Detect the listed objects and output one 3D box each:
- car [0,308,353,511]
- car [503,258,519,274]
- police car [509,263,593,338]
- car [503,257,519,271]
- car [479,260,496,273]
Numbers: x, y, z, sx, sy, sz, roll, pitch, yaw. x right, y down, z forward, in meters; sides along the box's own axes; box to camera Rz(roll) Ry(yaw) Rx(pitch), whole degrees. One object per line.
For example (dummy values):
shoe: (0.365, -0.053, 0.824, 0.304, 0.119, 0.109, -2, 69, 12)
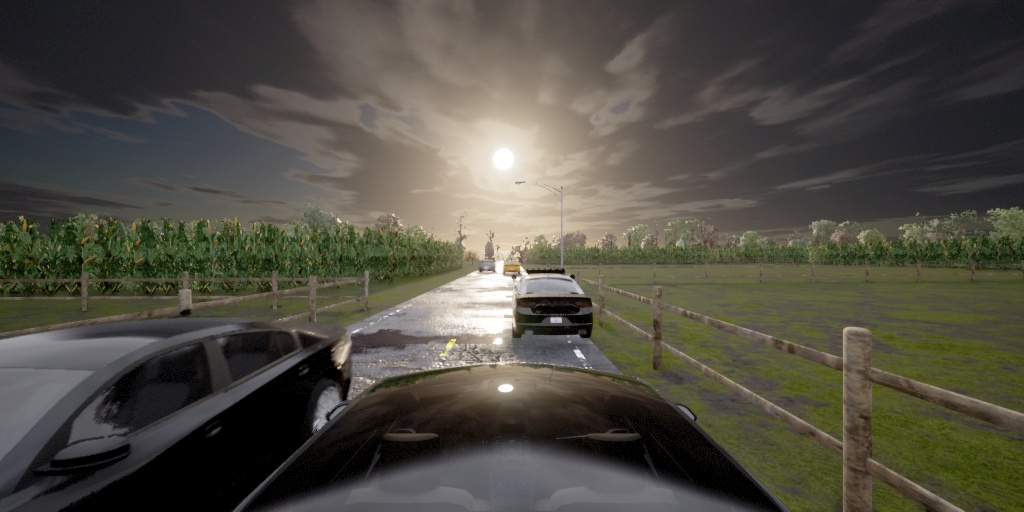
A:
car: (-2.847, 1.227, 2.293, 1.882, 1.535, 5.008, 0, 0, 0)
car: (-0.020, 1.211, 40.487, 1.882, 1.535, 5.008, 0, 0, 0)
police car: (0.943, 1.175, 10.292, 1.930, 1.638, 5.238, 0, 0, 0)
car: (-0.105, 1.072, 50.583, 2.097, 1.767, 4.553, 0, 0, 0)
car: (-2.857, 1.222, 42.353, 2.128, 1.511, 4.902, 0, 0, 0)
